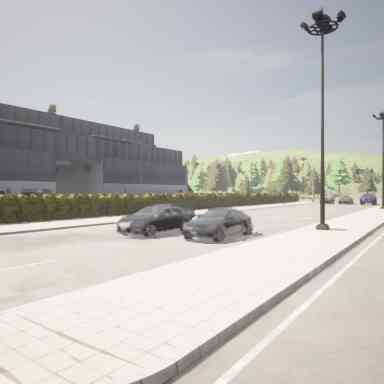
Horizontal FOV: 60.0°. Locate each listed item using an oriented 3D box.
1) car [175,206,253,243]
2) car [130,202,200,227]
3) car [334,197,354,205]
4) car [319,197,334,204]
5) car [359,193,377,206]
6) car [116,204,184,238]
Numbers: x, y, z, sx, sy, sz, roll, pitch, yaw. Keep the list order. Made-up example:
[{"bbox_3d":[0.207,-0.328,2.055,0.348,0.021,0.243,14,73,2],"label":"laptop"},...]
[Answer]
[{"bbox_3d":[1.424,1.526,16.396,1.812,1.442,4.674,0,0,35],"label":"car"},{"bbox_3d":[-1.795,1.547,23.951,2.033,1.411,5.357,0,0,35],"label":"car"},{"bbox_3d":[27.289,1.548,58.896,2.033,1.411,5.357,0,0,35],"label":"car"},{"bbox_3d":[25.178,1.601,61.961,1.895,1.301,4.718,0,0,35],"label":"car"},{"bbox_3d":[30.350,1.226,57.160,2.150,2.045,5.566,0,0,35],"label":"car"},{"bbox_3d":[-1.847,1.491,17.835,2.128,1.511,4.902,0,0,35],"label":"car"}]
